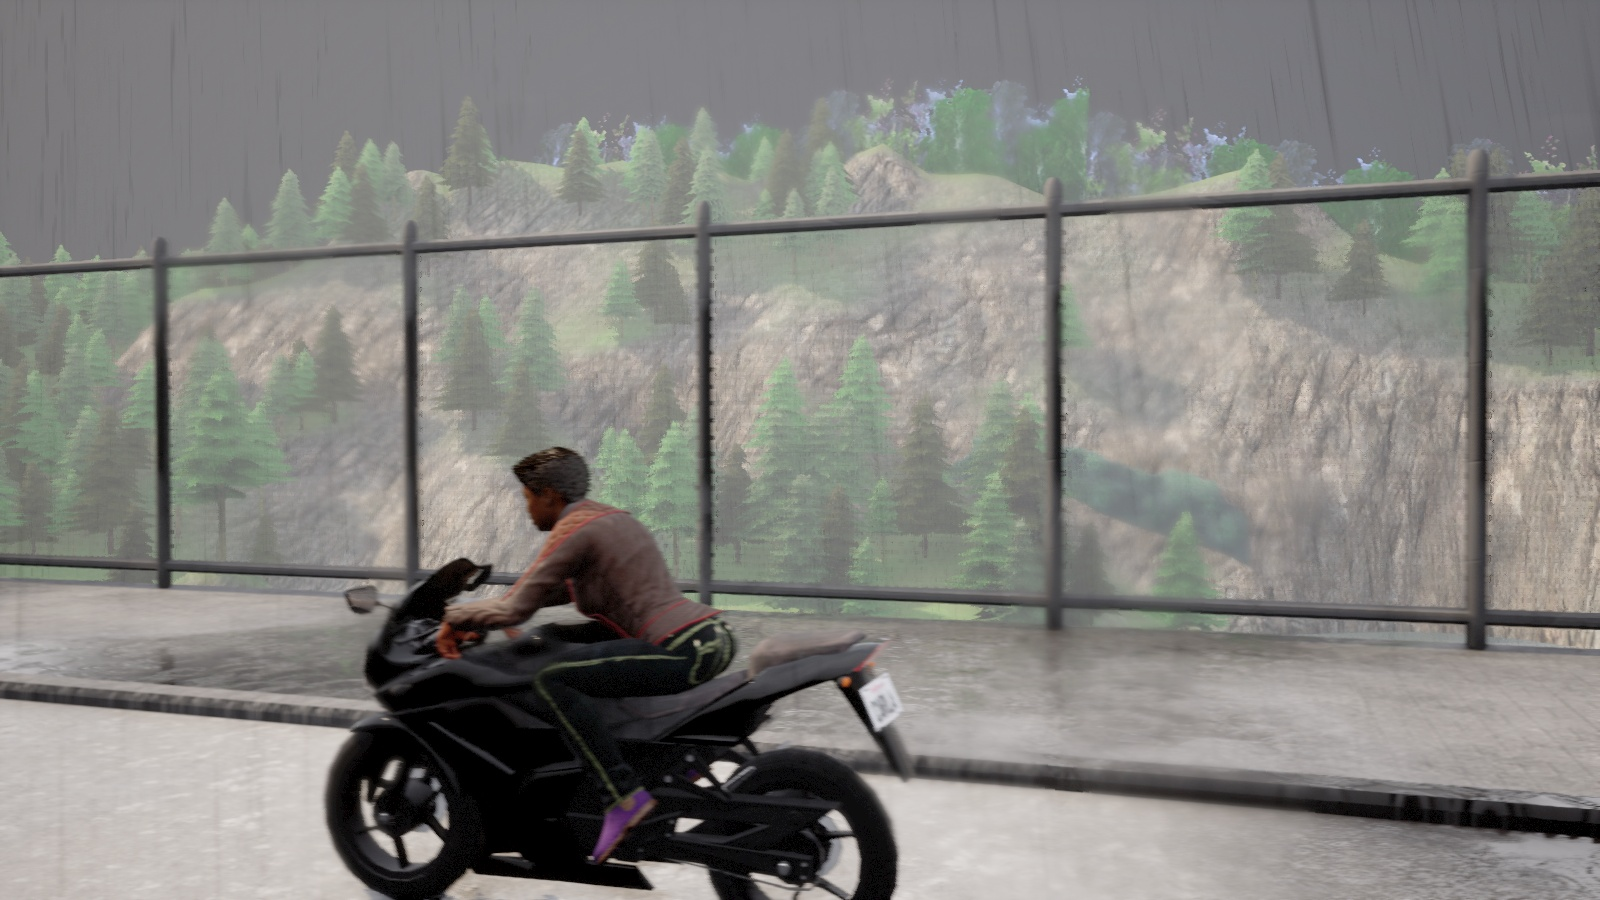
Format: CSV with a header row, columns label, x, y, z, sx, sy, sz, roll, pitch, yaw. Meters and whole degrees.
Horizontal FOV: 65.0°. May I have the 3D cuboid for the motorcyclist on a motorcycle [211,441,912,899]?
label,x,y,z,sx,sy,sz,roll,pitch,yaw
motorcyclist on a motorcycle,-0.741,0.742,3.970,2.044,1.523,0.797,1,1,19
